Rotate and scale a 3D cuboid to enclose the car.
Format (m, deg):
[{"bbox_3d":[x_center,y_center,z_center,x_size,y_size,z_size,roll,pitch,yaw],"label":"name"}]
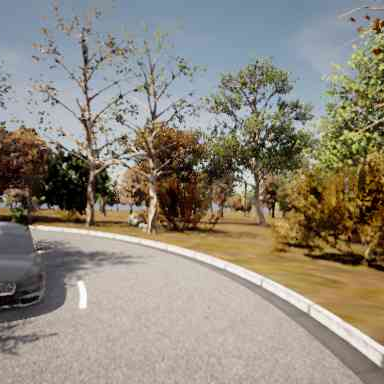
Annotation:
[{"bbox_3d":[-4.546,1.531,7.768,1.837,1.490,4.892,3,-1,-28],"label":"car"}]
